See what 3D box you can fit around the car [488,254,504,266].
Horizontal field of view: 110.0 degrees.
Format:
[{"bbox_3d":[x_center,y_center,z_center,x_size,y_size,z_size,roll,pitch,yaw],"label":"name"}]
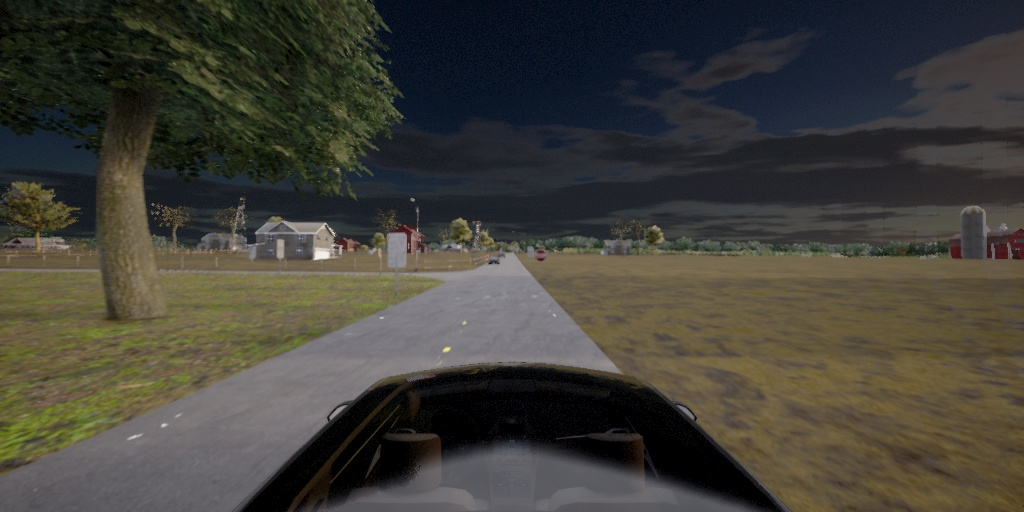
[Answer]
[{"bbox_3d":[-2.840,0.804,58.132,2.033,1.411,5.357,0,1,0],"label":"car"}]
